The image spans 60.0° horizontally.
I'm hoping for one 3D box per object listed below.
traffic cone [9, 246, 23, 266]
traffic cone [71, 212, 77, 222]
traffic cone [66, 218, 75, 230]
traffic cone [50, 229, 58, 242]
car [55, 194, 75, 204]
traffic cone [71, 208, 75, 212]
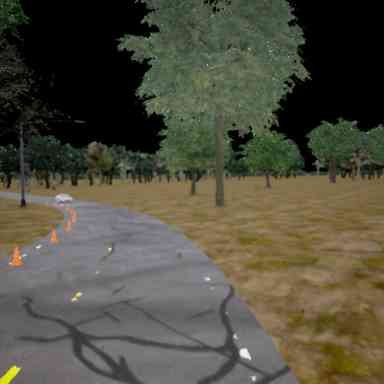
[{"bbox_3d":[-5.585,2.011,10.585,0.340,0.580,0.340,-1,0,-8],"label":"traffic cone"},{"bbox_3d":[-8.752,1.949,24.764,0.340,0.580,0.340,-1,1,-17],"label":"traffic cone"},{"bbox_3d":[-7.430,1.985,20.101,0.340,0.580,0.340,-1,1,-14],"label":"traffic cone"},{"bbox_3d":[-6.373,2.005,15.370,0.340,0.580,0.340,-1,0,-11],"label":"traffic cone"},{"bbox_3d":[-19.397,1.012,50.432,1.812,1.442,4.674,-2,2,-36],"label":"car"},{"bbox_3d":[-10.336,1.900,29.345,0.340,0.580,0.340,-1,1,-21],"label":"traffic cone"}]
